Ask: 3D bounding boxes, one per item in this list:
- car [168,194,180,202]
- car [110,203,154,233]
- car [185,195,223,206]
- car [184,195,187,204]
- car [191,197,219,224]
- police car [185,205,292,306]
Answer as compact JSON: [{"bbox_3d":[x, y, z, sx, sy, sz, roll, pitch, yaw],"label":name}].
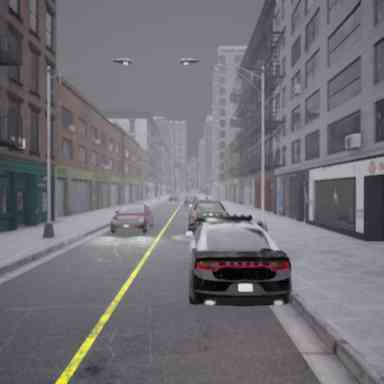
[{"bbox_3d":[-3.242,1.071,60.632,2.033,1.411,5.357,0,0,0],"label":"car"},{"bbox_3d":[-3.169,1.362,18.385,1.812,1.442,4.674,0,0,0],"label":"car"},{"bbox_3d":[0.844,1.192,17.936,2.097,1.767,4.553,0,0,0],"label":"car"},{"bbox_3d":[-0.111,1.112,46.869,2.128,1.511,4.902,0,0,0],"label":"car"},{"bbox_3d":[0.825,1.246,24.158,1.801,1.575,5.366,0,0,0],"label":"car"},{"bbox_3d":[0.876,1.351,8.077,1.930,1.638,5.238,0,1,0],"label":"police car"}]
